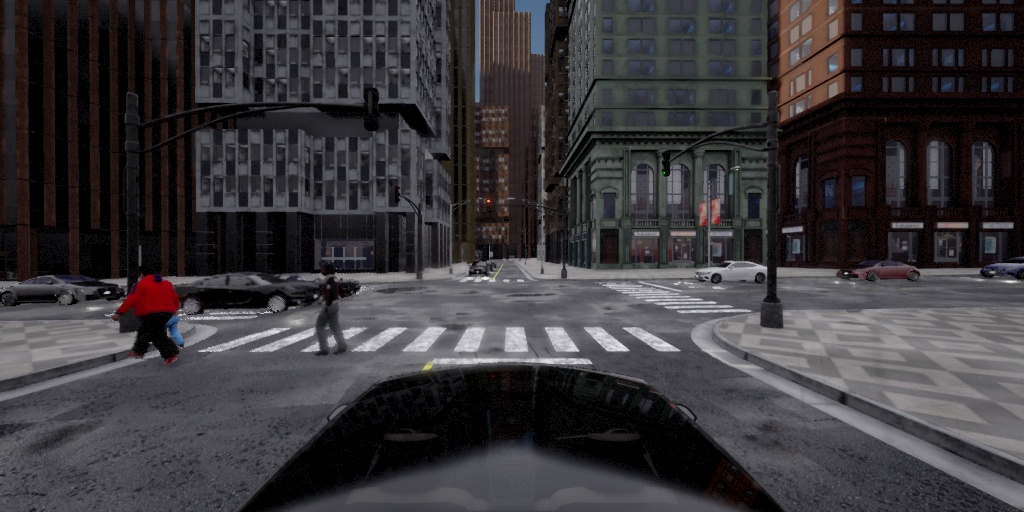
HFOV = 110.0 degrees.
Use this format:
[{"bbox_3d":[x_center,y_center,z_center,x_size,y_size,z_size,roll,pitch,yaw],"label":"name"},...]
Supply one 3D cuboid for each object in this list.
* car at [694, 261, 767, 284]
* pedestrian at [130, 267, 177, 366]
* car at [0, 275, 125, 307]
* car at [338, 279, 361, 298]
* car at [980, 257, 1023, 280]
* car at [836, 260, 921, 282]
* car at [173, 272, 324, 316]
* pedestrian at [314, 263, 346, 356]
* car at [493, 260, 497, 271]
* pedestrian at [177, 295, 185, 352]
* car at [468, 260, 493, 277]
[{"bbox_3d":[14.595,1.037,23.809,4.674,1.442,1.812,-1,0,-1],"label":"car"},{"bbox_3d":[-6.543,1.043,6.555,0.375,1.860,0.375,0,0,0],"label":"pedestrian"},{"bbox_3d":[-21.188,1.585,17.011,4.181,1.385,1.994,-1,0,1],"label":"car"},{"bbox_3d":[-9.830,1.455,17.045,4.718,1.301,1.895,-1,0,0],"label":"car"},{"bbox_3d":[34.290,0.787,23.864,4.674,1.442,1.812,-1,0,0],"label":"car"},{"bbox_3d":[24.237,0.952,23.833,4.181,1.385,1.994,-1,0,1],"label":"car"},{"bbox_3d":[-10.065,1.348,13.788,5.008,1.535,1.882,-2,0,0],"label":"car"},{"bbox_3d":[-3.647,1.043,7.156,0.375,1.860,0.375,0,0,0],"label":"pedestrian"},{"bbox_3d":[-3.324,1.222,46.008,1.837,1.490,4.892,0,0,0],"label":"car"},{"bbox_3d":[-7.370,1.322,7.740,0.375,1.300,0.375,0,0,0],"label":"pedestrian"},{"bbox_3d":[-3.235,1.237,36.008,1.837,1.490,4.892,0,0,-1],"label":"car"}]
